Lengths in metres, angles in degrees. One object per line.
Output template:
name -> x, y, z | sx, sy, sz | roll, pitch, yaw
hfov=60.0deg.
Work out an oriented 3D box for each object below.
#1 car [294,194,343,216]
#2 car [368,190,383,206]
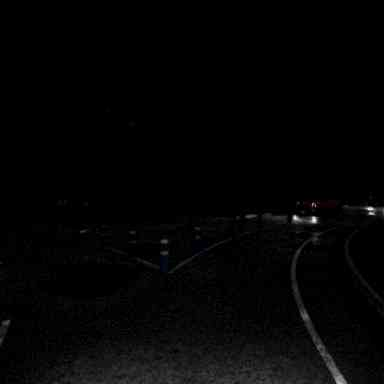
car -> 10.538, 0.948, 27.609 | 4.553, 1.767, 2.097 | -2, 1, -37
car -> 20.515, 0.582, 35.081 | 4.553, 1.767, 2.097 | -2, 1, -37
